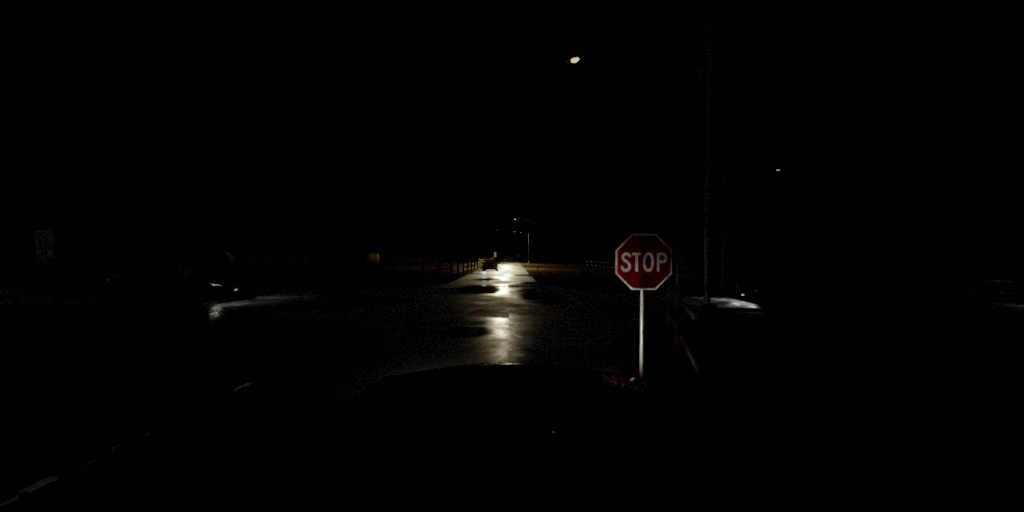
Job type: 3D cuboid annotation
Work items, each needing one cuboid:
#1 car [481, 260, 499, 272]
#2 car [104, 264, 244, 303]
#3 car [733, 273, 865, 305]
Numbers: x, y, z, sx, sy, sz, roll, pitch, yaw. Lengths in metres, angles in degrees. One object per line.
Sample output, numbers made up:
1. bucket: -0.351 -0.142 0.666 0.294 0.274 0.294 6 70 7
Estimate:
1. car: -2.731 1.236 45.284 1.812 1.442 4.674 0 0 0
2. car: -13.732 1.074 14.697 4.674 1.442 1.812 1 1 -3
3. car: 14.018 1.574 17.636 5.357 1.411 2.033 1 1 0
